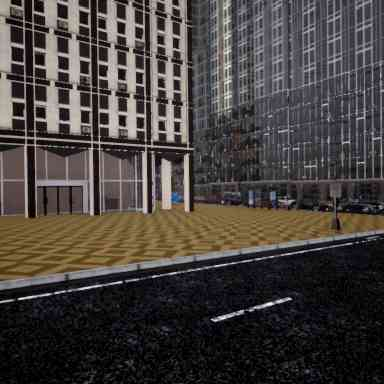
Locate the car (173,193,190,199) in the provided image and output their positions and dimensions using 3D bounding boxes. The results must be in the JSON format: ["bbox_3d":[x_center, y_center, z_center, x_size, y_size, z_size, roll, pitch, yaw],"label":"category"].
[{"bbox_3d":[-2.425,0.935,74.282,1.802,1.307,4.206,0,1,-34],"label":"car"}]

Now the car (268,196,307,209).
[{"bbox_3d":[12.116,1.290,42.576,1.812,1.442,4.674,-1,1,-34],"label":"car"}]

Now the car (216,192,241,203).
[{"bbox_3d":[6.300,1.175,51.140,1.837,1.490,4.892,-1,1,-34],"label":"car"}]

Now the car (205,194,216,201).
[{"bbox_3d":[3.965,1.042,64.880,1.802,1.307,4.206,0,1,-34],"label":"car"}]

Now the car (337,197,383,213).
[{"bbox_3d":[17.303,1.340,34.940,2.128,1.511,4.902,-1,1,-34],"label":"car"}]

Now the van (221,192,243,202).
[{"bbox_3d":[7.159,0.854,60.176,1.690,1.788,3.998,0,1,-34],"label":"van"}]

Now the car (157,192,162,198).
[{"bbox_3d":[-5.620,0.614,78.979,2.192,1.841,5.009,0,1,-34],"label":"car"}]

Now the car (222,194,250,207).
[{"bbox_3d":[6.573,1.319,46.041,1.947,1.339,4.313,0,1,-34],"label":"car"}]

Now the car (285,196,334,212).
[{"bbox_3d":[12.900,1.423,36.595,1.947,1.339,4.313,0,1,-34],"label":"car"}]

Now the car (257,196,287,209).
[{"bbox_3d":[9.719,1.387,41.308,1.802,1.307,4.206,0,1,-34],"label":"car"}]

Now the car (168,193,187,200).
[{"bbox_3d":[-3.159,0.923,70.719,1.837,1.490,4.892,-1,1,-34],"label":"car"}]

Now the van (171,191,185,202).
[{"bbox_3d":[-2.966,0.936,60.168,1.690,1.788,3.998,0,1,-34],"label":"van"}]

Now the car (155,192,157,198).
[{"bbox_3d":[-8.816,0.685,83.681,1.967,1.590,4.097,0,1,-34],"label":"car"}]
